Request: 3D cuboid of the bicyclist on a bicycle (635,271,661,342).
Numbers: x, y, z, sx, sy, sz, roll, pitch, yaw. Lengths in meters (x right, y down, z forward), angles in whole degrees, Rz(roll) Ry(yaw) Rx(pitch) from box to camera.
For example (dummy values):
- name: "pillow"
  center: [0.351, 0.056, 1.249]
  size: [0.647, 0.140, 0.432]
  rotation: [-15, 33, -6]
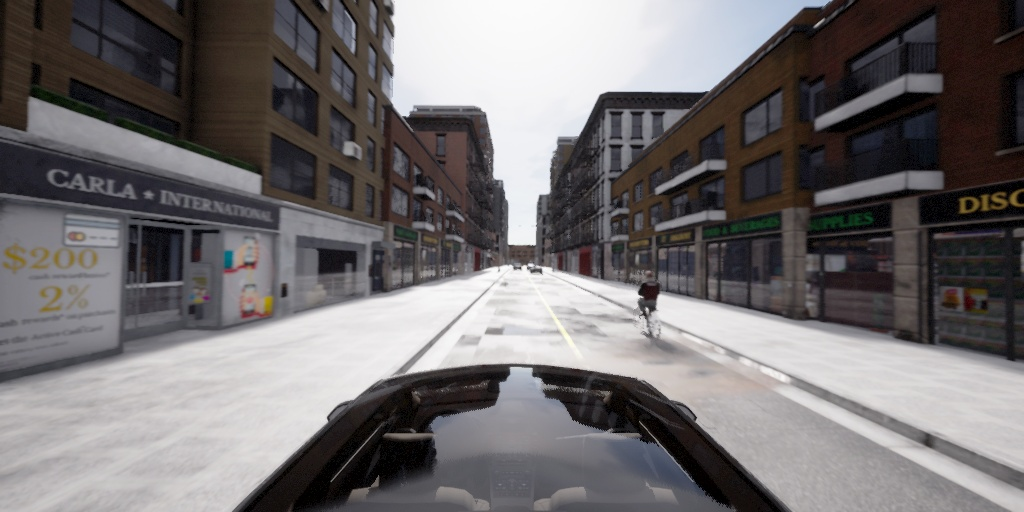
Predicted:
- name: "bicyclist on a bicycle"
  center: [3.579, 1.275, 9.565]
  size: [0.659, 1.776, 1.843]
  rotation: [1, 0, 1]

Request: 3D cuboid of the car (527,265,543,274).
- name: "car"
  center: [3.685, 2.071, 55.121]
  size: [1.895, 1.301, 4.718]
  rotation: [1, -1, 1]
